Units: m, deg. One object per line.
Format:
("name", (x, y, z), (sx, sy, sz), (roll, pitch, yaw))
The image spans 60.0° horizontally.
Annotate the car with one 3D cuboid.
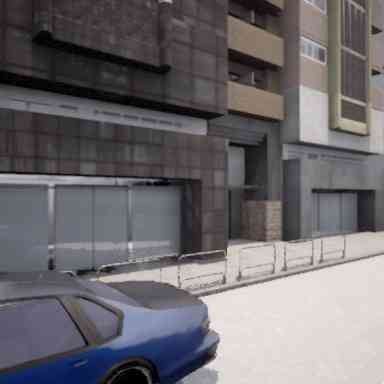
("car", (-2.213, 1.571, 3.078), (5.357, 1.411, 2.033), (1, -1, -36))
